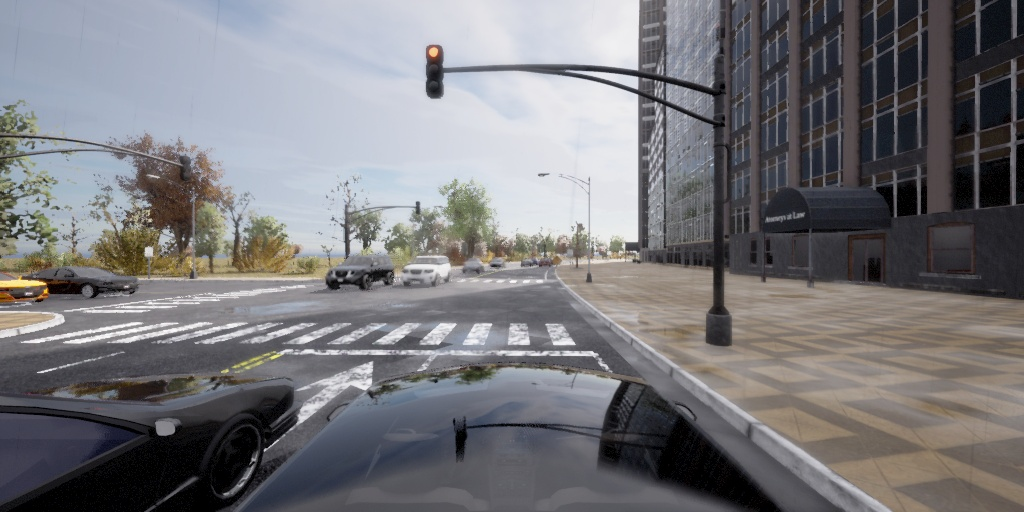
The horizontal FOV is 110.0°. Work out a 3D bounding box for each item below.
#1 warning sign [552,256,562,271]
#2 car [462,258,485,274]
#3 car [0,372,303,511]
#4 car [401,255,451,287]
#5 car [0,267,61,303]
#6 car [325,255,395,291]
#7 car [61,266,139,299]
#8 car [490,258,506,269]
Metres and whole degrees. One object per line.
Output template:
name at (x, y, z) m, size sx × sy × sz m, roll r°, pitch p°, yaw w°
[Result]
warning sign at (5.511, 0.868, 43.966) m, size 1.300 × 1.860 × 1.060 m, roll 0°, pitch 0°, yaw 7°
car at (-4.328, 1.274, 40.699) m, size 1.812 × 1.442 × 4.674 m, roll 0°, pitch 0°, yaw 7°
car at (-3.127, 1.298, 1.264) m, size 2.033 × 1.411 × 5.357 m, roll 0°, pitch 0°, yaw 1°
car at (-5.748, 0.971, 24.805) m, size 2.150 × 2.045 × 5.566 m, roll 0°, pitch 0°, yaw 4°
car at (-22.477, 1.288, 14.941) m, size 5.008 × 1.535 × 1.882 m, roll 0°, pitch 0°, yaw 3°
car at (-9.167, 0.969, 22.253) m, size 2.150 × 2.045 × 5.566 m, roll 0°, pitch 0°, yaw 4°
car at (-21.836, 1.275, 18.162) m, size 5.008 × 1.535 × 1.882 m, roll 0°, pitch 0°, yaw 4°
car at (-2.223, 1.258, 56.576) m, size 1.837 × 1.490 × 4.892 m, roll 0°, pitch -1°, yaw 9°
